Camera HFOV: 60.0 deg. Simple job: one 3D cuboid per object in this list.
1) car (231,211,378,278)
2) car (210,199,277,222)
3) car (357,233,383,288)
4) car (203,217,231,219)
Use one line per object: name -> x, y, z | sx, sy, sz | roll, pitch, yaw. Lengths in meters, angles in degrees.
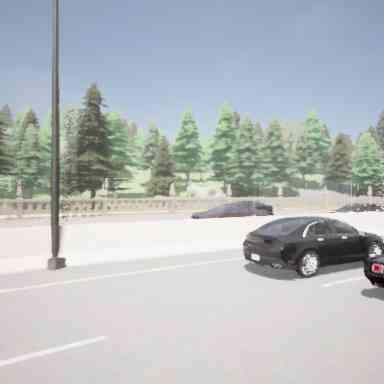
car -> 3.782, 1.482, 10.023 | 4.892, 1.490, 1.837 | 0, 0, -30
car -> 4.063, 1.397, 26.143 | 5.008, 1.535, 1.882 | 0, 0, -25
car -> 6.049, 1.597, 7.342 | 4.718, 1.301, 1.895 | 0, 0, -30
car -> 2.506, 1.477, 21.538 | 5.357, 1.411, 2.033 | 0, 0, -28
